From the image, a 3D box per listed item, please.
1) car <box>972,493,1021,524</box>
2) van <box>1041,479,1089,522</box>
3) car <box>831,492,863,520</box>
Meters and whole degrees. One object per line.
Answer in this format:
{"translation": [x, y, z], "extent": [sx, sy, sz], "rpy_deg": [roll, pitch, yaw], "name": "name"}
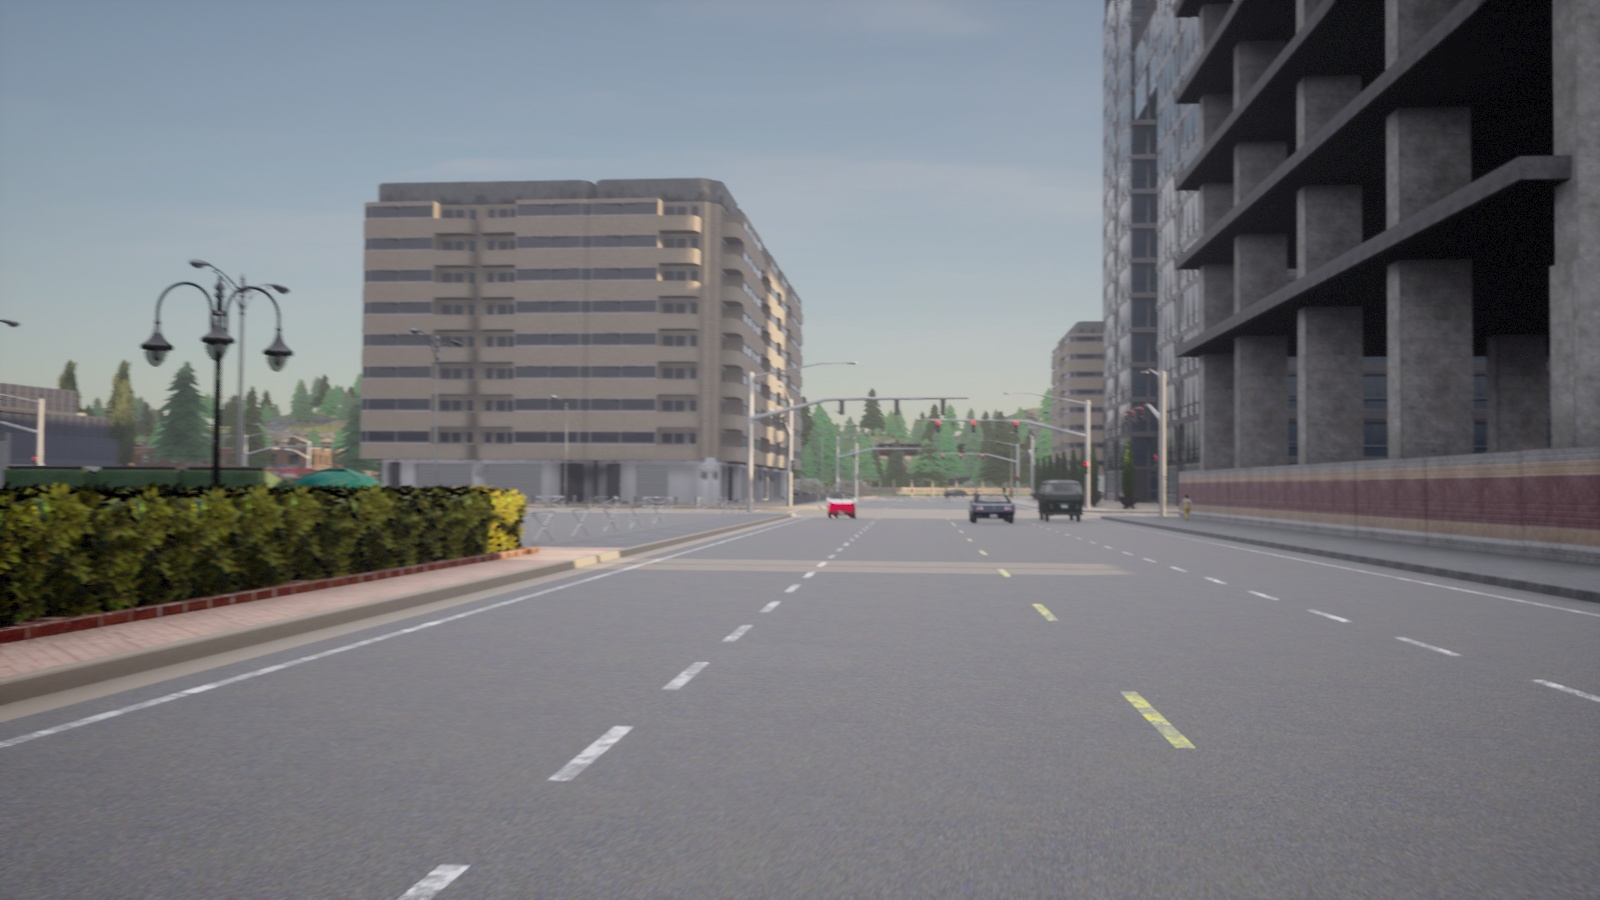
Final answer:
{"translation": [8.811, 2.619, 56.555], "extent": [1.895, 1.301, 4.718], "rpy_deg": [0, -2, 6], "name": "car"}
{"translation": [12.687, 2.381, 60.324], "extent": [1.775, 1.987, 4.442], "rpy_deg": [0, -2, 5], "name": "van"}
{"translation": [2.373, 2.769, 62.773], "extent": [1.481, 1.376, 2.207], "rpy_deg": [0, -2, 5], "name": "car"}
